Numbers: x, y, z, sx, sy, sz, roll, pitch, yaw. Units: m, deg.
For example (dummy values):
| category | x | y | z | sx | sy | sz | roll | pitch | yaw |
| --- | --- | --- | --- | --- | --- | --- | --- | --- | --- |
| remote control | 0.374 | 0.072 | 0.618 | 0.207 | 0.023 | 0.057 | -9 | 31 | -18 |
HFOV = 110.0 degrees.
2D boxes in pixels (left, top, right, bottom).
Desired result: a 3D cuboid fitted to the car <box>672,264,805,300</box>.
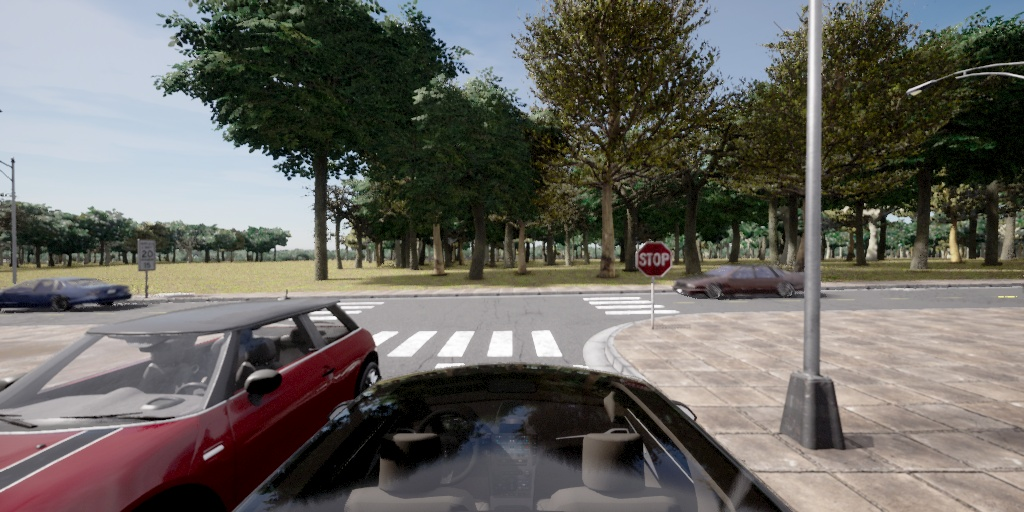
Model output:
| category | x | y | z | sx | sy | sz | roll | pitch | yaw |
| --- | --- | --- | --- | --- | --- | --- | --- | --- | --- |
| car | 9.993 | 1.077 | 15.675 | 5.357 | 1.411 | 2.033 | -1 | 1 | 0 |

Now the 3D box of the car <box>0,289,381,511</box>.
| category | x | y | z | sx | sy | sz | roll | pitch | yaw |
| --- | --- | --- | --- | --- | --- | --- | --- | --- | --- |
| car | -2.640 | 1.191 | 2.917 | 1.967 | 1.591 | 4.097 | 0 | 0 | 0 |

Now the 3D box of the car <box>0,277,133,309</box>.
| category | x | y | z | sx | sy | sz | roll | pitch | yaw |
| --- | --- | --- | --- | --- | --- | --- | --- | --- | --- |
| car | -20.025 | 1.651 | 15.698 | 5.357 | 1.411 | 2.033 | -1 | 1 | 0 |
